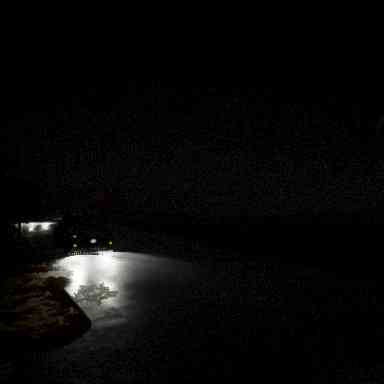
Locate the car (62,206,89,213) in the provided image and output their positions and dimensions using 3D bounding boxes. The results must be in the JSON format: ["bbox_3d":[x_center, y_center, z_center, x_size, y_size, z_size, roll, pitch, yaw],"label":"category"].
[{"bbox_3d":[-11.258,2.075,32.132,2.033,1.411,5.357,1,-1,-31],"label":"car"}]

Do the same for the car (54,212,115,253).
[{"bbox_3d":[-5.003,1.836,15.197,1.994,1.385,4.181,1,-1,-31],"label":"car"}]

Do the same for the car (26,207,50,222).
[{"bbox_3d":[-14.887,2.082,31.917,1.994,1.385,4.181,1,-1,-30],"label":"car"}]
